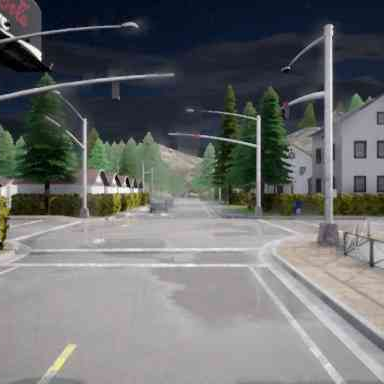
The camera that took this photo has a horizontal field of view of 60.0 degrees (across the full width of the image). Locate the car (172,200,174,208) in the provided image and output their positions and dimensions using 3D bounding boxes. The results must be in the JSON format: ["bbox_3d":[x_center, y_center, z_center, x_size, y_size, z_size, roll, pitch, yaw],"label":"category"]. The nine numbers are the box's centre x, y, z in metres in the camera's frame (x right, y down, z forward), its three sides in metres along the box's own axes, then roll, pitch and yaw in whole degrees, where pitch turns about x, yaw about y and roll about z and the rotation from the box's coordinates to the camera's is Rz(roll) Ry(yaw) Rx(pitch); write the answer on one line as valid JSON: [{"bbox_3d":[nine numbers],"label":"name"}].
[{"bbox_3d":[-3.591,1.500,47.084,1.837,1.490,4.892,0,0,0],"label":"car"}]

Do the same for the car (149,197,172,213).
[{"bbox_3d":[-3.597,1.522,37.117,1.812,1.442,4.674,0,0,0],"label":"car"}]
